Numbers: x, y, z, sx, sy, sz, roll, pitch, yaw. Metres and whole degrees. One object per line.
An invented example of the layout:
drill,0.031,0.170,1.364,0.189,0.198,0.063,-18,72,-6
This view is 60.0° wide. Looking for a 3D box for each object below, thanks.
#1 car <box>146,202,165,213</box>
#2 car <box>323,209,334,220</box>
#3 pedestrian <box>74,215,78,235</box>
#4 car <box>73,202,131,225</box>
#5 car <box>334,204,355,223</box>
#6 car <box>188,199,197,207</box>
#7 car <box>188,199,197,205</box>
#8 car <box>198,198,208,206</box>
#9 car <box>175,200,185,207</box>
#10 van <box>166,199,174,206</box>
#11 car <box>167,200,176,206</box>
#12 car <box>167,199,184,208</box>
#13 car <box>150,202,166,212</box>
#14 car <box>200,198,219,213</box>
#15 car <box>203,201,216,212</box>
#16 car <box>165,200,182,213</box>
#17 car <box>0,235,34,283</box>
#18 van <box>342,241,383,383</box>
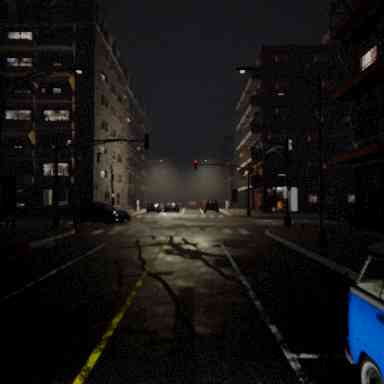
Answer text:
car,-5.233,2.186,45.915,1.947,1.339,4.313,1,-1,0
car,14.894,1.887,31.066,5.008,1.535,1.882,0,-2,0
pedestrian,-6.857,1.941,19.588,0.500,1.100,0.500,1,-2,0
car,-7.126,1.667,26.481,4.553,1.767,2.097,-1,-2,24
car,13.780,1.779,25.654,4.403,1.369,2.008,0,-2,0
car,0.111,2.538,75.535,1.882,1.535,5.008,0,-1,0
car,0.127,2.614,85.960,2.128,1.511,4.902,0,-1,0
car,2.697,2.450,79.307,2.192,1.841,5.009,1,-1,0
car,-2.639,2.604,75.351,2.033,1.411,5.357,0,-1,0
van,-5.182,2.475,79.282,1.690,1.788,3.998,1,-1,0
car,-5.178,2.787,84.843,2.008,1.369,4.403,1,-1,0
car,-2.752,2.252,55.058,1.837,1.490,4.892,0,-1,0
car,-5.225,2.263,51.475,1.947,1.339,4.313,1,-1,0
car,2.651,1.936,45.952,2.192,1.841,5.009,1,-1,0
car,2.656,2.225,51.678,1.752,1.417,4.829,1,-1,0
car,-2.774,2.188,46.179,1.994,1.385,4.181,0,-1,0
car,-5.291,1.688,7.838,1.802,1.307,4.206,1,-1,0
van,2.553,1.373,2.244,1.690,1.788,3.998,1,-1,0
